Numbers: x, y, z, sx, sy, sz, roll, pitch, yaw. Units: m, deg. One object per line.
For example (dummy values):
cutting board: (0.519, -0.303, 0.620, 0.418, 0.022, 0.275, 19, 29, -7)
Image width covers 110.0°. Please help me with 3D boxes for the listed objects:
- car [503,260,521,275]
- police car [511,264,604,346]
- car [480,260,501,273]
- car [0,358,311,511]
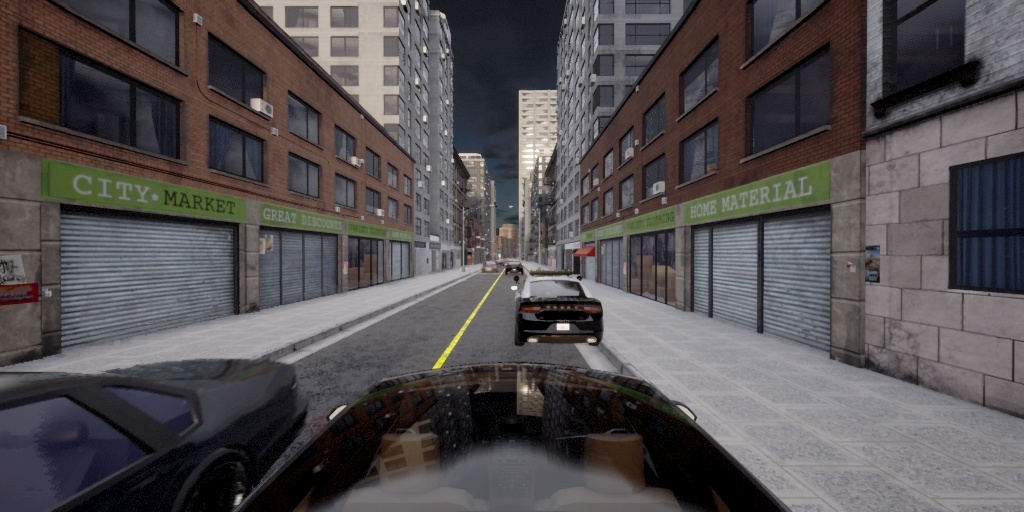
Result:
car: (0.258, 1.248, 38.884, 1.882, 1.535, 5.008, 0, 0, 0)
police car: (1.005, 1.176, 9.557, 1.930, 1.638, 5.238, 0, 0, 0)
car: (-2.652, 1.302, 43.245, 1.812, 1.442, 4.674, 0, 0, 0)
car: (-2.847, 1.297, 1.045, 2.033, 1.411, 5.357, 0, 0, 0)
